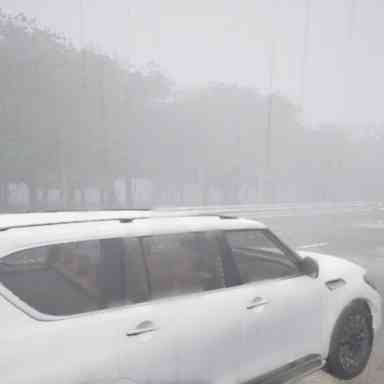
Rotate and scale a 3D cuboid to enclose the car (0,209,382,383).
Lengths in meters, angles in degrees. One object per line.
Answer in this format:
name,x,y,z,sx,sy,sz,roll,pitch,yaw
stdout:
car,-0.090,1.222,3.807,5.566,2.045,2.150,0,0,-36
